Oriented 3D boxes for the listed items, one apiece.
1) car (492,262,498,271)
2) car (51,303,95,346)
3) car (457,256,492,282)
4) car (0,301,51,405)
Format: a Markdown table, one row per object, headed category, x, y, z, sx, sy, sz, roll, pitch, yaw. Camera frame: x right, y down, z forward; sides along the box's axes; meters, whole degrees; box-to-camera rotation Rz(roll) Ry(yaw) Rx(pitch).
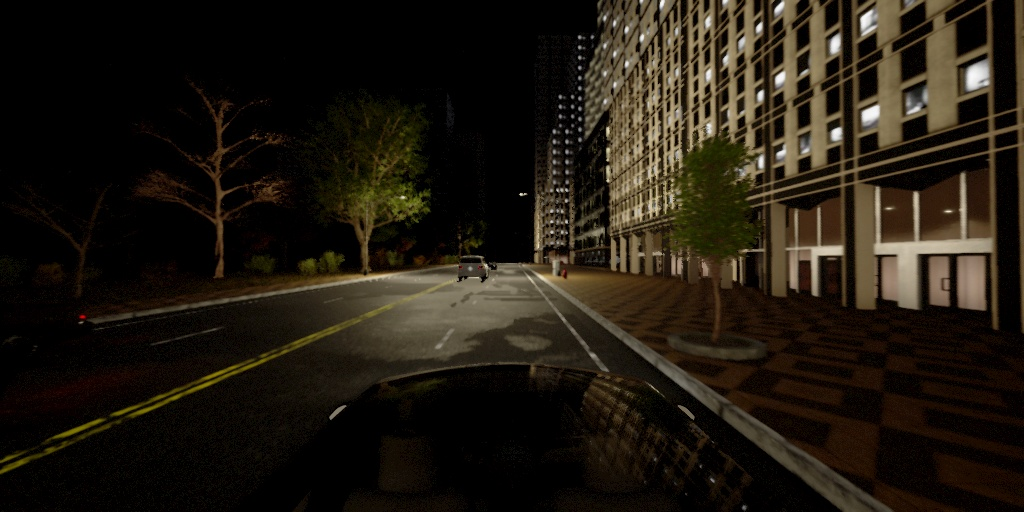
| category | x | y | z | sx | sy | sz | roll | pitch | yaw |
| --- | --- | --- | --- | --- | --- | --- | --- | --- | --- |
| car | -3.128 | 1.483 | 53.299 | 1.895 | 1.301 | 4.718 | 0 | 0 | 0 |
| car | -9.841 | 1.300 | 5.187 | 2.033 | 1.411 | 5.357 | 0 | 0 | 0 |
| car | -3.137 | 1.014 | 29.691 | 2.150 | 2.045 | 5.566 | 0 | 0 | 0 |
| car | -6.594 | 1.255 | 1.947 | 1.837 | 1.490 | 4.892 | 0 | 0 | 0 |
